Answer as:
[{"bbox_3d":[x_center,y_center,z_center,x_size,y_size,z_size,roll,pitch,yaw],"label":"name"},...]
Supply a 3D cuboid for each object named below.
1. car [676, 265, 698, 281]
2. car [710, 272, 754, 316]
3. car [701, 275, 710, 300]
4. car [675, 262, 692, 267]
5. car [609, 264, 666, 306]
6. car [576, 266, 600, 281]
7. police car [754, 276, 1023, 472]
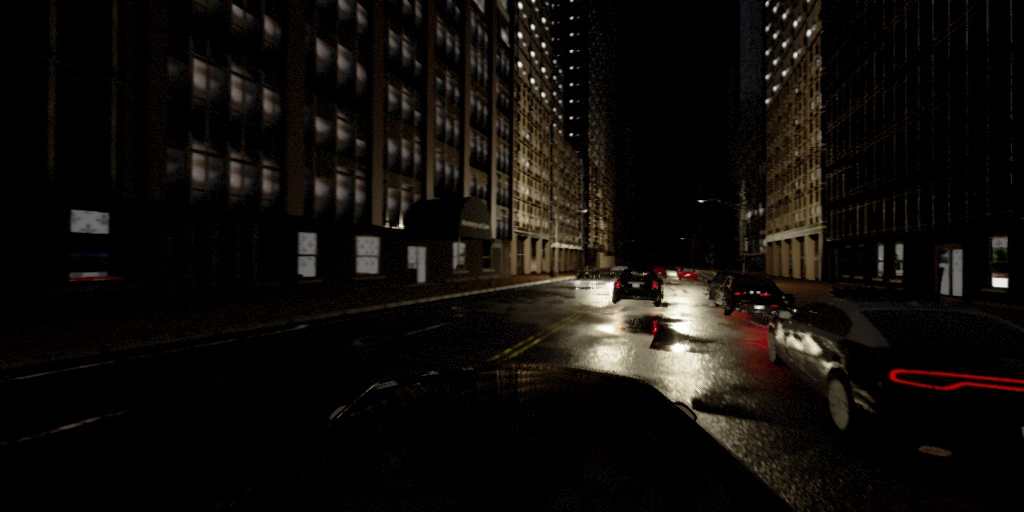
[{"bbox_3d":[19.908,2.044,40.626,1.994,1.385,4.181,0,-1,25],"label":"car"},{"bbox_3d":[9.268,1.511,14.245,1.837,1.490,4.892,0,-1,24],"label":"car"},{"bbox_3d":[11.696,1.610,19.731,1.837,1.490,4.892,0,-1,24],"label":"car"},{"bbox_3d":[23.969,1.880,49.859,2.150,2.045,5.566,0,-1,24],"label":"car"},{"bbox_3d":[6.399,1.383,17.952,2.097,1.767,4.553,0,-1,24],"label":"car"},{"bbox_3d":[8.251,1.844,38.681,1.837,1.490,4.892,0,-1,24],"label":"car"},{"bbox_3d":[5.266,1.270,5.203,1.930,1.638,5.238,0,-1,24],"label":"police car"}]
